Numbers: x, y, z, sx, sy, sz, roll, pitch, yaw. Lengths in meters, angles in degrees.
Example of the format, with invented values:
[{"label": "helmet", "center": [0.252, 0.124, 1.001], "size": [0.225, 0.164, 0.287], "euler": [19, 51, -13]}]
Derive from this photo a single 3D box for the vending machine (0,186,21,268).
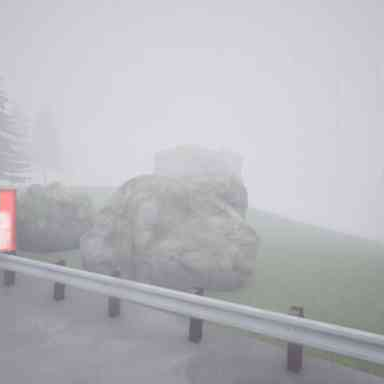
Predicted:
[{"label": "vending machine", "center": [-5.347, 0.907, 8.822], "size": [0.880, 2.100, 1.100], "euler": [2, 1, 31]}]
